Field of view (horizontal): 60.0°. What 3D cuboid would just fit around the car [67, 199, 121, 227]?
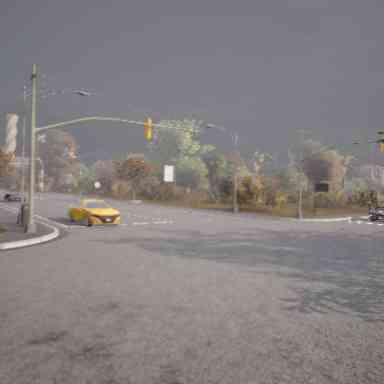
[{"bbox_3d":[-6.061,1.198,20.287,1.882,1.535,5.008,1,1,-37],"label":"car"}]

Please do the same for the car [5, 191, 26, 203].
[{"bbox_3d":[-22.466,0.630,42.247,1.994,1.385,4.181,1,1,-37],"label":"car"}]

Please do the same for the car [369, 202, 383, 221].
[{"bbox_3d":[16.593,1.517,27.519,4.553,1.767,2.097,1,1,-39],"label":"car"}]
